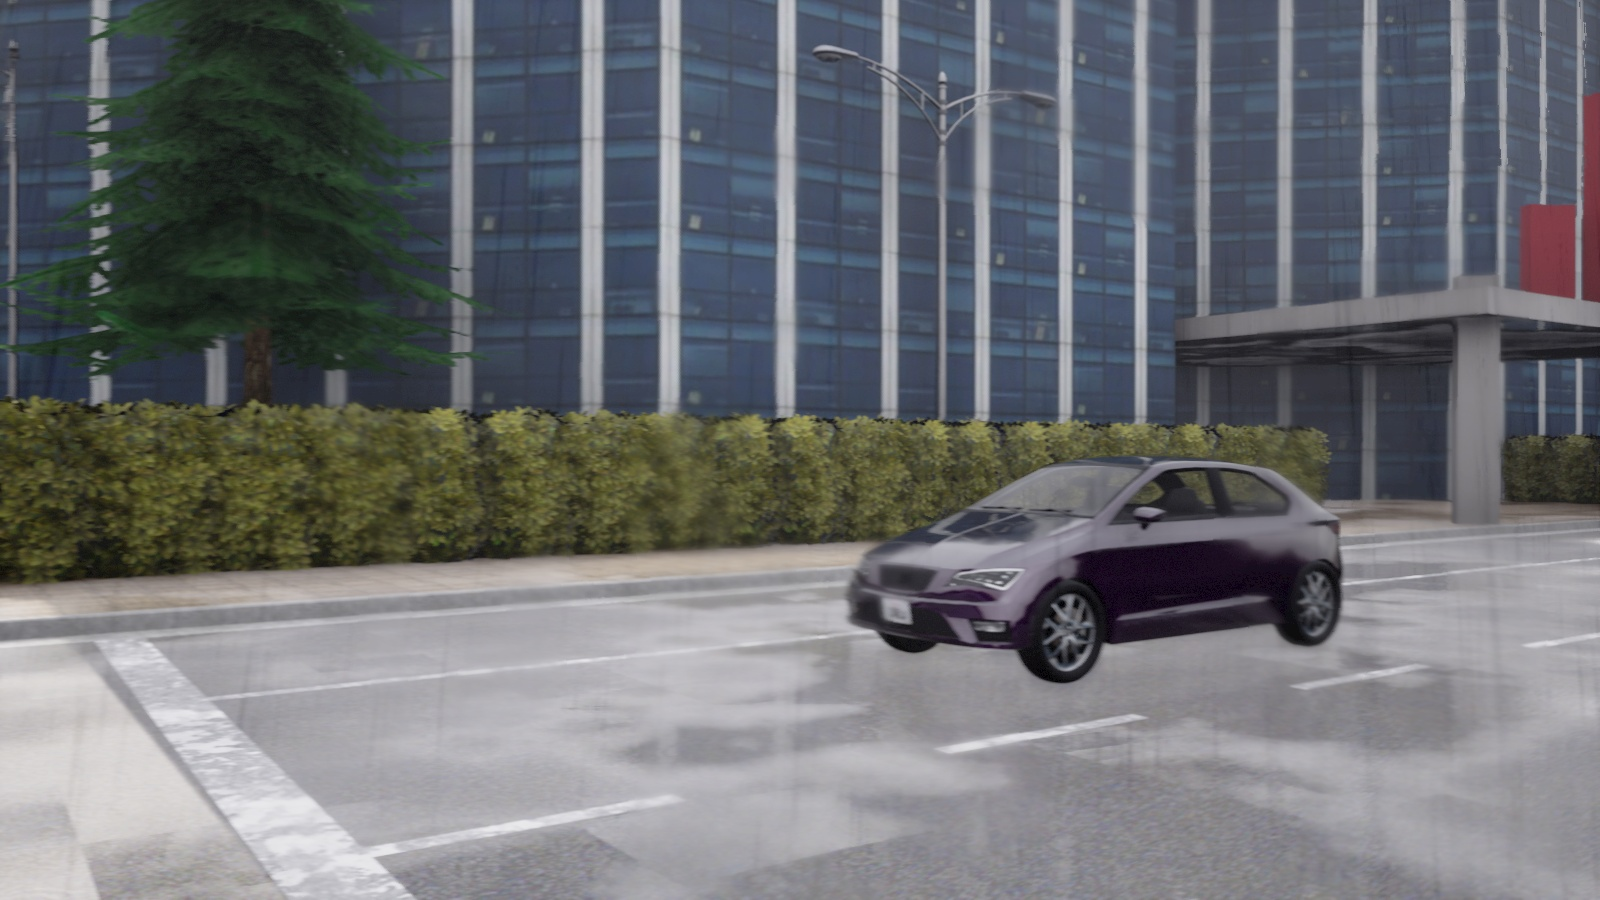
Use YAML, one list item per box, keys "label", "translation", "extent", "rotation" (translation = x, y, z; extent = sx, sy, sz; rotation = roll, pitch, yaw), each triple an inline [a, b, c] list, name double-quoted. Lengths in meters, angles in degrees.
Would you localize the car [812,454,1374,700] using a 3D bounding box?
- label: "car"
  translation: [2.325, 0.777, 9.541]
  extent: [4.193, 1.474, 1.816]
  rotation: [0, 0, -35]
